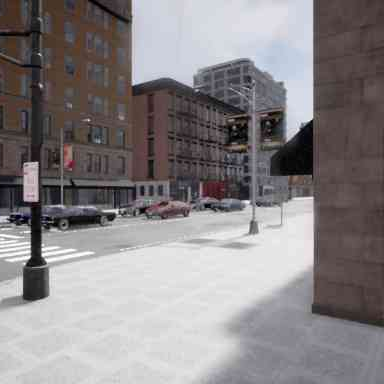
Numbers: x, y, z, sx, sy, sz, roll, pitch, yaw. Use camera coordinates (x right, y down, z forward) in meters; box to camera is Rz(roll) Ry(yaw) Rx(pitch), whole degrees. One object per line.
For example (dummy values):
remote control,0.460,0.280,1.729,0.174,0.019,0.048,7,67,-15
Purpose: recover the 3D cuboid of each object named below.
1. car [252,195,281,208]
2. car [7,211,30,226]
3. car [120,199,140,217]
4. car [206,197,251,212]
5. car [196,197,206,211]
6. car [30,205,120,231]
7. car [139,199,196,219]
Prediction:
car,10.460,1.168,45.429,2.097,1.767,4.553,0,0,36
car,-9.737,1.553,22.472,1.895,1.301,4.718,0,0,35
car,-4.457,1.405,29.967,2.128,1.511,4.902,0,0,35
car,4.082,1.411,36.450,2.033,1.411,5.357,0,0,35
car,1.376,1.361,38.248,2.128,1.511,4.902,0,0,35
car,-7.081,1.547,20.599,1.895,1.301,4.718,0,0,35
car,-1.917,1.434,27.931,1.812,1.442,4.674,0,0,35
